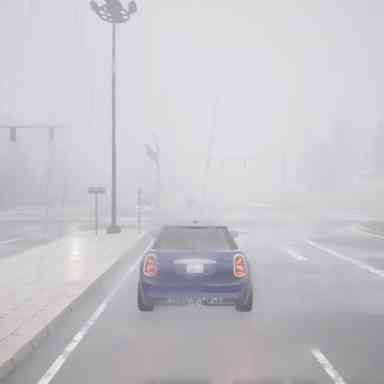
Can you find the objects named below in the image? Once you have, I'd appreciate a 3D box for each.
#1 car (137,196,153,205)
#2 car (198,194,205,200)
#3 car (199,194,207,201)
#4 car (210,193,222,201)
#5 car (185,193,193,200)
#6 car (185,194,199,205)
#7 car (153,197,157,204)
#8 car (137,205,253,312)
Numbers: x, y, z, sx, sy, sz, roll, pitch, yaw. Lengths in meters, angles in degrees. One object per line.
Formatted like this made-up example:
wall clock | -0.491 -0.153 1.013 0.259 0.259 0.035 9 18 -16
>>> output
car | -8.282 1.505 57.059 1.837 1.490 4.892 0 0 -1
car | 2.688 1.442 95.603 1.882 1.535 5.008 0 0 -1
car | 2.852 1.513 85.279 1.812 1.442 4.674 0 0 -1
car | 6.357 1.215 85.008 2.150 2.045 5.566 0 0 -1
car | -0.812 1.189 95.577 2.150 2.045 5.566 0 0 -1
car | -0.161 1.526 54.717 1.812 1.442 4.674 0 0 -1
car | -8.370 1.505 66.268 1.837 1.490 4.892 0 0 0
car | 0.071 1.352 7.897 2.097 1.767 4.553 0 0 0
